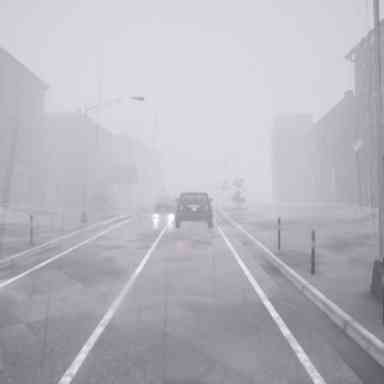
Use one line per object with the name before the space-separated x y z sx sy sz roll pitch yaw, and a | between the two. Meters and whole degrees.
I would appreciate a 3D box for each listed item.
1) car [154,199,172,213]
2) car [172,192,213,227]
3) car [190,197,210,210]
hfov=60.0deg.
car | -2.629 1.356 33.529 1.895 1.301 4.718 0 0 4
car | 0.134 0.986 20.586 2.150 2.045 5.566 0 1 0
car | 1.019 1.302 39.143 2.128 1.511 4.902 0 -1 5
